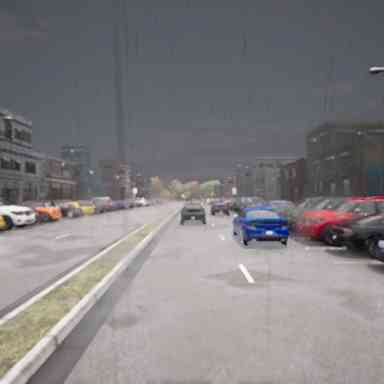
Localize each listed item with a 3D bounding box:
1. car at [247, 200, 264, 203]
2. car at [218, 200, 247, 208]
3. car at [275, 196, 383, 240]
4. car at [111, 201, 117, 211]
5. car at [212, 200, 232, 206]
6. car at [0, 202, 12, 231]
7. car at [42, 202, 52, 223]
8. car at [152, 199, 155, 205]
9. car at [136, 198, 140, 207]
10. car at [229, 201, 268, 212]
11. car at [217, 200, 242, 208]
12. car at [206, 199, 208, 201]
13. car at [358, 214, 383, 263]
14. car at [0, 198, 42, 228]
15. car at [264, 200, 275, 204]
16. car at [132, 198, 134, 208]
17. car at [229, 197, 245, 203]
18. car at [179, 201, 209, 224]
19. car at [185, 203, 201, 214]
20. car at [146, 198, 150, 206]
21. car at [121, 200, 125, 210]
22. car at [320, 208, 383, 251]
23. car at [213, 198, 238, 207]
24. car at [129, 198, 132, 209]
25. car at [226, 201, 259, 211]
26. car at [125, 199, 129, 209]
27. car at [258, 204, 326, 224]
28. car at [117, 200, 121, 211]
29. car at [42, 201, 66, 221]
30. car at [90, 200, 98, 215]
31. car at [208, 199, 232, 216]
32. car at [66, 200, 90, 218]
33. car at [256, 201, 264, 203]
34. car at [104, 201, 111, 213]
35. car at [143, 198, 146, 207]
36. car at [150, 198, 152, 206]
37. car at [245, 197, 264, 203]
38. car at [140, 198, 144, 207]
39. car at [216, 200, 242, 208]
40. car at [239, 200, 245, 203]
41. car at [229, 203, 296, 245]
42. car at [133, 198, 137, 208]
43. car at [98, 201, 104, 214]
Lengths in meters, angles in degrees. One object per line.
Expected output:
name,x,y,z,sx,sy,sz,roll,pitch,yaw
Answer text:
car,7.620,1.665,28.580,5.008,1.535,2.097,0,-1,0
car,7.791,2.355,64.423,5.366,1.575,1.946,0,-1,0
car,7.603,1.266,17.561,5.566,2.045,2.435,0,-1,0
car,-12.786,1.923,42.814,5.008,1.535,2.097,0,-1,0
car,7.553,2.816,83.716,5.008,1.535,2.097,0,-1,0
car,-13.001,1.507,17.815,5.366,1.575,1.946,0,-1,0
car,-12.806,1.615,23.368,4.674,1.452,2.002,0,-1,0
car,-12.908,2.825,84.616,5.366,1.575,1.946,0,-1,0
car,-12.761,2.319,62.265,4.892,1.521,2.231,0,-1,0
car,7.611,1.963,45.121,5.008,1.535,2.097,0,-1,0
car,7.628,2.450,67.177,4.792,1.488,2.163,0,-1,0
car,7.503,2.845,94.749,5.566,2.045,2.435,0,-1,0
car,7.664,1.507,9.298,4.792,1.488,2.163,0,0,0
car,-12.783,1.288,20.597,5.566,2.045,2.435,0,-1,0
car,7.601,1.296,20.319,5.566,2.045,2.435,0,-1,0
car,-12.759,2.241,56.707,4.674,1.452,2.002,0,-1,0
car,7.648,1.610,39.612,5.566,2.045,2.435,0,-1,0
car,0.087,1.644,25.838,1.837,1.490,4.892,0,-1,0
car,0.077,2.027,42.107,1.895,1.301,4.718,0,-1,0
car,-12.766,2.315,73.507,5.566,2.045,2.435,0,-1,0
car,-12.802,2.061,48.371,4.792,1.488,2.163,0,-1,0
car,7.628,1.482,12.050,5.008,1.535,2.097,0,0,0
car,7.550,2.361,75.452,5.566,2.045,2.435,0,-1,0
car,-12.771,2.147,54.054,4.892,1.521,2.231,0,-1,0
car,7.643,2.099,50.633,4.792,1.488,2.163,0,-1,0
car,-12.763,2.090,51.275,5.008,1.535,2.097,0,-1,0
car,7.624,1.661,25.825,4.674,1.452,2.002,0,-1,0
car,-12.770,1.978,45.594,4.892,1.521,2.231,0,-1,0
car,-12.773,1.493,26.148,4.553,1.767,2.185,0,-1,0
car,-12.978,1.767,34.605,5.366,1.575,1.946,0,-1,0
car,3.080,1.851,37.698,1.837,1.490,4.892,0,-1,0
car,-12.802,1.720,31.825,4.892,1.521,2.231,0,-1,0
car,7.443,1.576,23.068,5.366,1.575,1.946,0,-1,0
car,-12.755,1.900,40.036,4.792,1.488,2.163,0,-1,0
car,-12.774,2.378,70.692,4.553,1.767,2.185,0,-1,0
car,-12.701,2.725,79.059,4.792,1.488,2.163,0,-1,0
car,7.655,1.588,31.339,4.553,1.767,2.185,0,-1,0
car,-12.743,2.479,67.819,4.674,1.452,2.002,0,-1,0
car,7.778,2.480,69.936,5.366,1.575,1.946,0,-1,0
car,7.652,1.792,34.094,4.792,1.488,2.163,0,-1,0
car,3.092,1.502,15.765,1.882,1.535,5.008,0,0,0
car,-12.787,2.288,59.485,4.792,1.488,2.163,0,-1,0
car,-12.761,1.693,37.268,4.553,1.767,2.185,0,-1,0
